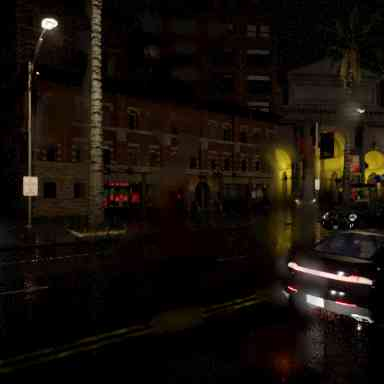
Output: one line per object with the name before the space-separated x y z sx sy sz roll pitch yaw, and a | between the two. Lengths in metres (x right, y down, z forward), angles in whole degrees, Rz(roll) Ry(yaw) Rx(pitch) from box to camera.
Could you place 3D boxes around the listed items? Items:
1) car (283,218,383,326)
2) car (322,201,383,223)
car | 3.911 1.492 6.610 4.902 1.511 2.128 0 0 -35
car | 9.686 1.352 19.561 4.553 1.767 2.097 0 0 -36
